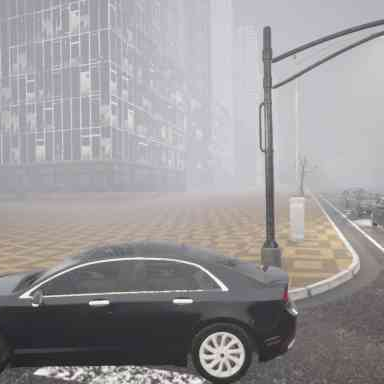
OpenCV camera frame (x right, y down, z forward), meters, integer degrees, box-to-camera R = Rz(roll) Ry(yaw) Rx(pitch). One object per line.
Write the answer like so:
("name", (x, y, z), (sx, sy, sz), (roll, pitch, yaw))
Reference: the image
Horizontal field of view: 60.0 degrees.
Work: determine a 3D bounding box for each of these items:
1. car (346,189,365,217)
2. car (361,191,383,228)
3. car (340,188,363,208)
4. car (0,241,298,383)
("car", (11.123, 0.759, 20.671), (1.994, 1.385, 4.181), (-1, 2, 17))
("car", (9.065, 0.928, 14.380), (2.128, 1.511, 4.902), (-1, 2, 18))
("car", (13.126, 0.453, 26.732), (2.128, 1.511, 4.902), (-1, 2, 18))
("car", (-1.039, 1.505, 4.758), (4.892, 1.490, 1.837), (0, 0, 0))
